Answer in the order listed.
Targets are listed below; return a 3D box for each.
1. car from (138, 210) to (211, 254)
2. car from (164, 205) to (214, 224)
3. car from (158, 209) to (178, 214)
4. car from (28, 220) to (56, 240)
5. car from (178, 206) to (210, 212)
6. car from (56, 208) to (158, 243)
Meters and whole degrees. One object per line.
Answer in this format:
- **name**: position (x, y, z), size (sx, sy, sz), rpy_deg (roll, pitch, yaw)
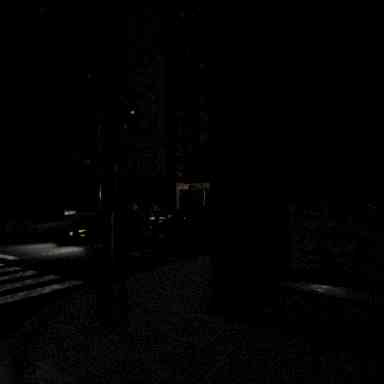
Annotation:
- **car**: position (0.082, 1.659, 13.993), size (1.947, 1.339, 4.313), rpy_deg (-1, -1, 36)
- **car**: position (-0.131, 1.801, 27.473), size (1.947, 1.339, 4.313), rpy_deg (-1, -1, 36)
- **car**: position (-3.284, 1.783, 23.074), size (2.008, 1.369, 4.403), rpy_deg (-1, -1, 36)
- **car**: position (-6.536, 1.754, 18.535), size (1.752, 1.417, 4.829), rpy_deg (-1, -1, 36)
- **car**: position (1.461, 1.739, 25.338), size (2.033, 1.411, 5.357), rpy_deg (-1, -1, 36)
- **car**: position (-4.217, 1.691, 17.410), size (1.837, 1.490, 4.892), rpy_deg (-1, -1, 35)
